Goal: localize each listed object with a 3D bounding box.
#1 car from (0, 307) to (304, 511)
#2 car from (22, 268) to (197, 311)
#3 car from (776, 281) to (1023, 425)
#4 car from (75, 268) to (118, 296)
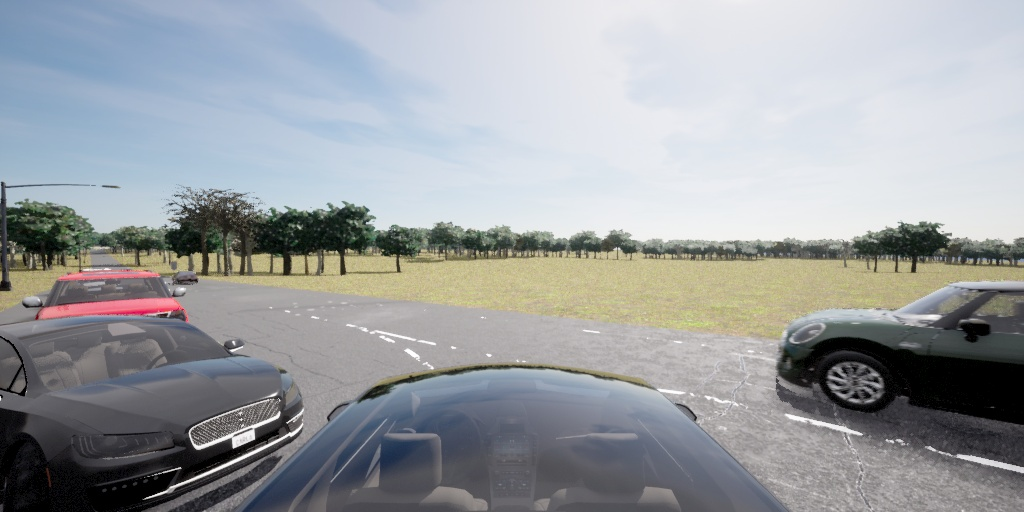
[{"bbox_3d":[-4.593,1.445,3.962,4.892,1.490,1.837,-3,-3,21],"label":"car"},{"bbox_3d":[-9.544,1.385,8.565,5.566,2.045,2.150,-2,0,40],"label":"car"},{"bbox_3d":[6.127,1.090,4.466,4.553,1.767,2.097,0,0,40],"label":"car"},{"bbox_3d":[-34.634,2.060,29.947,5.566,2.045,2.150,-1,0,41],"label":"car"}]
